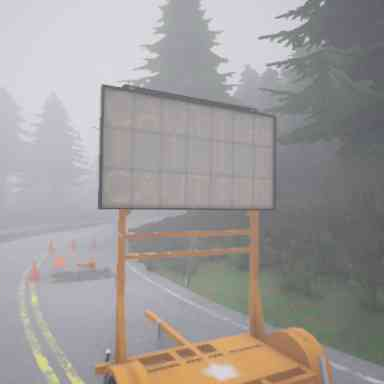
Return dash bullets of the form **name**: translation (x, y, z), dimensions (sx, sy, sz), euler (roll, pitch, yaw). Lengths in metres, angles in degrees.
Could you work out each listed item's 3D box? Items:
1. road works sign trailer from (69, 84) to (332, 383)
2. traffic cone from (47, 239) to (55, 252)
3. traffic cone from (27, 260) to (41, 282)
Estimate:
- **road works sign trailer**: translation (-0.043, 0.628, 4.189), dimensions (2.380, 3.560, 2.880), euler (2, -2, -28)
- **traffic cone**: translation (-6.556, 2.466, 15.447), dimensions (0.340, 0.580, 0.340), euler (-1, -1, -29)
- **traffic cone**: translation (-4.599, 2.282, 9.693), dimensions (0.340, 0.580, 0.340), euler (1, -2, -28)
